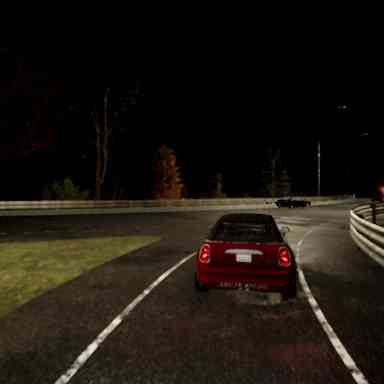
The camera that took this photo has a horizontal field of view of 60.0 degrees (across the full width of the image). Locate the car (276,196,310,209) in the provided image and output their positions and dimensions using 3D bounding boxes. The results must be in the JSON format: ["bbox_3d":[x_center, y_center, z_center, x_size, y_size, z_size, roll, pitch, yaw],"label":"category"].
[{"bbox_3d":[11.978,1.266,39.266,4.902,1.511,2.128,0,1,-36],"label":"car"}]

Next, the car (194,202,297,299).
[{"bbox_3d":[1.451,1.313,8.664,2.097,1.767,4.553,0,0,12],"label":"car"}]

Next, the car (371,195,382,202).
[{"bbox_3d":[36.369,1.330,65.491,1.895,1.301,4.718,0,0,31],"label":"car"}]
